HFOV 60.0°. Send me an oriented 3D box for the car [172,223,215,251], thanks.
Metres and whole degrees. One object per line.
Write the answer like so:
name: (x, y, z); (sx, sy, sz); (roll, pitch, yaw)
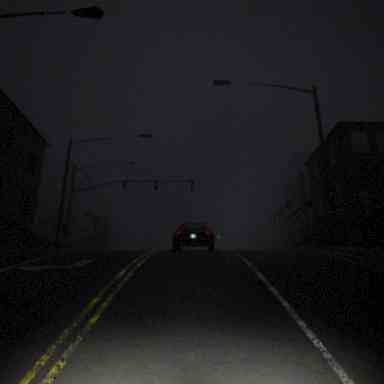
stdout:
car: (0.114, 2.261, 16.848); (1.994, 1.385, 4.181); (0, -9, 2)
